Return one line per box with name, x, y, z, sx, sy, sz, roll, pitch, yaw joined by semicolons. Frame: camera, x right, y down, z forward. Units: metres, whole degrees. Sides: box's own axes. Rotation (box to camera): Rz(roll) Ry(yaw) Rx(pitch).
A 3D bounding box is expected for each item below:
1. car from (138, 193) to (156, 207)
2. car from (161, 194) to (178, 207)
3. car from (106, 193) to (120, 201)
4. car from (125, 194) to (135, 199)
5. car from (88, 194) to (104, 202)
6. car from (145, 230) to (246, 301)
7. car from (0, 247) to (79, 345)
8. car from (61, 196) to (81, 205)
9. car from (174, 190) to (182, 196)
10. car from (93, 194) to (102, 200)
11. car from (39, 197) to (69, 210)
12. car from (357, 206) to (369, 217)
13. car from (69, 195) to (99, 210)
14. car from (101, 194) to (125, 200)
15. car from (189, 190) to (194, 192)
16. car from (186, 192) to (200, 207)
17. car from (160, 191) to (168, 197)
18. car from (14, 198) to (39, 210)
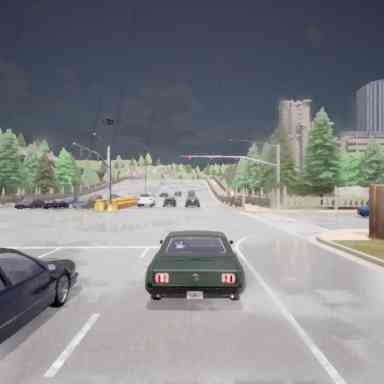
car;-6.896;1.220;51.449;2.150;2.045;5.566;0;0;0
car;-3.397;1.503;52.410;1.837;1.490;4.892;0;0;0
car;-17.586;1.167;74.159;1.837;1.490;4.892;0;2;0
car;-14.090;1.110;74.900;1.882;1.535;5.008;0;2;0
car;-21.081;1.237;73.171;2.128;1.511;4.902;0;2;0
car;0.108;1.601;8.304;1.895;1.301;4.718;0;0;1
car;-3.431;1.547;4.894;2.033;1.411;5.357;0;0;0
car;-21.078;1.524;58.195;1.812;1.442;4.674;0;0;0
car;-3.659;0.205;87.435;2.128;1.511;4.902;0;7;0
car;-17.580;1.477;58.958;1.882;1.535;5.008;0;0;0
car;-17.592;1.600;43.195;1.895;1.301;4.718;0;0;0
car;16.999;1.477;28.842;5.008;1.535;1.882;0;0;0
car;-14.094;1.524;43.625;1.812;1.442;4.674;0;0;0
car;-14.085;1.492;59.549;2.128;1.511;4.902;0;0;0
car;-0.154;0.307;86.641;2.033;1.411;5.357;0;6;0
car;0.104;1.351;52.052;2.097;1.767;4.553;0;0;0
car;-7.152;0.399;86.223;1.895;1.301;4.718;0;6;0
car;-21.092;1.546;43.524;2.033;1.411;5.357;0;0;0
